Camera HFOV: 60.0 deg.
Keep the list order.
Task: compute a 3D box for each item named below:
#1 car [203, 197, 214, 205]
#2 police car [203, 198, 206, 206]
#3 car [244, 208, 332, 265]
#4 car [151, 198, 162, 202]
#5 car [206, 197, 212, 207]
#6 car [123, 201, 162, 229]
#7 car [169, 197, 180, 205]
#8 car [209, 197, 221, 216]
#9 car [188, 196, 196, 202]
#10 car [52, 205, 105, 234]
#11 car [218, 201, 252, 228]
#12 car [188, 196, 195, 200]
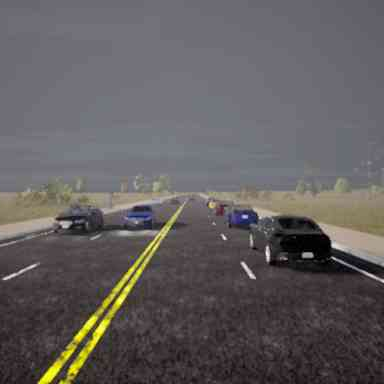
[{"bbox_3d":[3.228,1.779,66.772,1.895,1.301,4.718,0,0,0],"label":"car"},{"bbox_3d":[3.232,1.660,55.743,2.038,1.542,4.974,0,0,0],"label":"police car"},{"bbox_3d":[3.246,1.539,11.743,1.837,1.490,4.892,0,0,0],"label":"car"},{"bbox_3d":[-6.551,1.767,60.943,1.895,1.301,4.718,0,0,1],"label":"car"},{"bbox_3d":[3.235,1.585,44.933,1.801,1.575,5.366,0,0,0],"label":"car"},{"bbox_3d":[-3.357,1.591,22.407,1.812,1.442,4.674,0,0,0],"label":"car"},{"bbox_3d":[-3.286,1.739,64.104,1.994,1.385,4.181,0,0,0],"label":"car"},{"bbox_3d":[3.239,1.602,33.773,2.163,1.488,4.792,0,0,0],"label":"car"},{"bbox_3d":[-0.025,1.551,76.401,2.033,1.411,5.357,0,0,0],"label":"car"},{"bbox_3d":[-6.606,1.549,19.823,2.128,1.511,4.902,0,0,0],"label":"car"},{"bbox_3d":[3.242,1.571,22.772,2.163,1.488,4.792,0,0,0],"label":"car"},{"bbox_3d":[-0.031,1.678,94.872,1.895,1.301,4.718,0,0,0],"label":"car"}]
